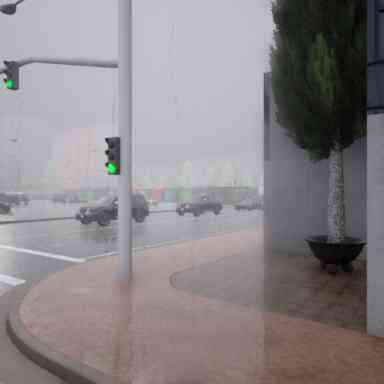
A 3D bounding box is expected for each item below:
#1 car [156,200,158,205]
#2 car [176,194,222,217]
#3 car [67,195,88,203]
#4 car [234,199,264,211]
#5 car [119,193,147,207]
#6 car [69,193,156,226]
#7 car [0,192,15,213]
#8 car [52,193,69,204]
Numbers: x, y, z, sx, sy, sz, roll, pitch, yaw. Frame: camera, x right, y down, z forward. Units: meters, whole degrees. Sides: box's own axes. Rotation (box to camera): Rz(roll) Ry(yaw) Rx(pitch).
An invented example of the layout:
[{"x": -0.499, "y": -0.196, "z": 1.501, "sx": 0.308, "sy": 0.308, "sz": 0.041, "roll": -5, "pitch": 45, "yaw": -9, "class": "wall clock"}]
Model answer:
[{"x": -7.135, "y": 1.395, "z": 52.039, "sx": 3.806, "sy": 1.475, "sz": 1.970, "roll": 0, "pitch": 0, "yaw": 35, "class": "car"}, {"x": 0.798, "y": 1.221, "z": 32.111, "sx": 2.150, "sy": 2.045, "sz": 5.566, "roll": 0, "pitch": 0, "yaw": 37, "class": "car"}, {"x": -21.392, "y": 1.363, "z": 62.131, "sx": 3.905, "sy": 1.438, "sz": 1.784, "roll": 0, "pitch": 0, "yaw": 35, "class": "car"}, {"x": 7.197, "y": 1.547, "z": 40.625, "sx": 2.033, "sy": 1.411, "sz": 5.357, "roll": 0, "pitch": 0, "yaw": 37, "class": "car"}, {"x": -8.820, "y": 1.156, "z": 49.684, "sx": 3.866, "sy": 1.878, "sz": 1.905, "roll": 0, "pitch": 0, "yaw": 35, "class": "car"}, {"x": -5.471, "y": 1.221, "z": 23.707, "sx": 2.150, "sy": 2.045, "sz": 5.566, "roll": 0, "pitch": 0, "yaw": 36, "class": "car"}, {"x": -20.146, "y": 1.156, "z": 33.658, "sx": 3.866, "sy": 1.878, "sz": 1.905, "roll": 0, "pitch": 0, "yaw": 35, "class": "car"}, {"x": -23.120, "y": 1.153, "z": 59.806, "sx": 4.605, "sy": 1.855, "sz": 1.932, "roll": 0, "pitch": 0, "yaw": 35, "class": "car"}]
